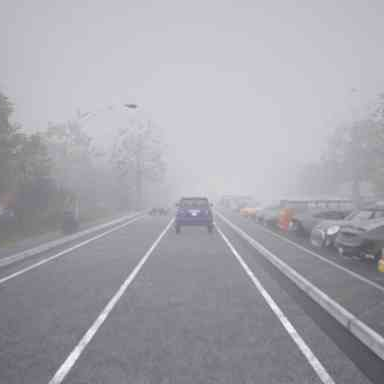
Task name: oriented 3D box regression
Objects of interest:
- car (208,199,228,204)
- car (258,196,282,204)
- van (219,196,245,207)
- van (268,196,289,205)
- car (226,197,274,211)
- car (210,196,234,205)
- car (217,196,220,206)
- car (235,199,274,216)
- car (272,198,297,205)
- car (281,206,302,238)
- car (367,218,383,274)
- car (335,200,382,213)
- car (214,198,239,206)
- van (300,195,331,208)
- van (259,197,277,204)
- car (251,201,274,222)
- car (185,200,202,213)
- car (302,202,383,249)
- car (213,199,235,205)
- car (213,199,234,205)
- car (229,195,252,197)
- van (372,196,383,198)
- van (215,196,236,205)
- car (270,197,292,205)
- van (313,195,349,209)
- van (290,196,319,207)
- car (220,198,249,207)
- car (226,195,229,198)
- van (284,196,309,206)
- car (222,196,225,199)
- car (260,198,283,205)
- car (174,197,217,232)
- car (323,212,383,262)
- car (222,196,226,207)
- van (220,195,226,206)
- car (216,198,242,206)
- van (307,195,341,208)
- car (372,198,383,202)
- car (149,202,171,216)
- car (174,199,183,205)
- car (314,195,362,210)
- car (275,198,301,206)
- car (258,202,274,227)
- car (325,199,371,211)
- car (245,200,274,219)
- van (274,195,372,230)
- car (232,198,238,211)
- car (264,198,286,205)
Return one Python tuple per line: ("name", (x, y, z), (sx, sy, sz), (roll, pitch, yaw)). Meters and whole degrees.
("car", (7.264, 2.646, 93.382), (5.366, 1.575, 1.946), (0, -2, 0))
("car", (20.523, 2.226, 87.550), (5.566, 2.045, 2.435), (0, -2, 0))
("van", (7.138, 1.644, 60.097), (4.442, 1.987, 1.878), (0, -1, 0))
("van", (20.563, 2.061, 79.243), (4.442, 1.987, 1.878), (0, -1, 0))
("car", (6.939, 1.663, 37.905), (5.366, 1.575, 1.946), (0, 0, 0))
("car", (7.356, 2.106, 82.301), (5.566, 2.045, 2.435), (0, -1, 0))
("car", (7.250, 1.512, 54.561), (5.566, 2.045, 2.435), (0, 0, 0))
("car", (6.891, 1.614, 29.577), (5.366, 1.575, 1.946), (0, 0, 0))
("car", (20.410, 2.168, 73.825), (5.008, 1.535, 2.097), (0, -1, 0))
("car", (7.024, 1.565, 15.694), (4.792, 1.488, 2.163), (0, 0, 0))
("car", (7.132, 1.504, 7.373), (5.366, 1.575, 1.946), (0, 0, 0))
("car", (20.218, 1.717, 40.482), (4.674, 1.452, 2.002), (0, 0, 0))
("car", (7.325, 2.113, 71.193), (5.008, 1.535, 2.097), (0, -1, 0))
("van", (20.185, 1.533, 54.468), (4.442, 1.987, 1.878), (0, -1, 0))
("van", (20.630, 2.332, 90.439), (4.442, 1.987, 1.878), (0, -2, 0))
("car", (7.014, 1.614, 24.023), (4.792, 1.488, 2.163), (0, 0, 0))
("car", (0.203, 1.737, 41.010), (2.033, 1.411, 5.357), (0, 0, 0))
("car", (7.010, 1.396, 12.922), (4.553, 1.767, 2.185), (0, 0, 0))
("car", (7.355, 2.275, 76.744), (4.674, 1.452, 2.002), (0, -1, 0))
("car", (7.398, 2.325, 79.519), (4.792, 1.488, 2.163), (0, -1, 0))
("car", (7.110, 1.556, 40.681), (4.553, 1.767, 2.185), (0, 0, 0))
("van", (20.321, 1.435, 37.839), (4.442, 1.987, 1.878), (0, 0, 0))
("van", (7.452, 1.948, 73.973), (4.442, 1.987, 1.878), (0, -1, 0))
("car", (20.399, 2.101, 76.473), (4.553, 1.767, 2.185), (0, -1, 0))
("van", (20.386, 1.500, 48.919), (4.442, 1.987, 1.878), (0, 0, 0))
("van", (20.216, 1.636, 59.859), (4.442, 1.987, 1.878), (0, -1, 0))
("car", (7.268, 1.838, 57.309), (4.792, 1.488, 2.163), (0, -1, 0))
("car", (7.126, 1.572, 43.456), (4.553, 1.767, 2.185), (0, 0, 0))
("van", (20.483, 1.757, 65.396), (4.442, 1.987, 1.878), (0, -1, 0))
("car", (7.192, 1.771, 49.008), (4.674, 1.452, 2.002), (0, 0, 0))
("car", (20.294, 2.407, 84.777), (5.366, 1.575, 1.946), (0, -1, 0))
("car", (0.128, 1.296, 20.731), (2.150, 2.045, 5.566), (0, 0, 0))
("car", (6.956, 1.512, 10.142), (4.892, 1.521, 2.231), (0, 0, 0))
("car", (7.168, 1.714, 46.232), (5.008, 1.535, 2.097), (0, 0, 0))
("van", (7.089, 1.521, 51.786), (4.442, 1.987, 1.878), (0, 0, 0))
("car", (7.257, 2.021, 65.643), (4.792, 1.488, 2.163), (0, -1, 0))
("van", (20.401, 1.516, 51.564), (4.442, 1.987, 1.878), (0, 0, 0))
("car", (20.166, 1.628, 32.173), (5.008, 1.535, 2.097), (0, 0, 0))
("car", (-3.273, 1.743, 34.111), (1.895, 1.301, 4.718), (0, 0, 0))
("car", (-2.983, 2.256, 75.000), (1.994, 1.385, 4.181), (0, -1, 0))
("car", (20.225, 1.458, 46.149), (5.566, 2.045, 2.435), (0, 0, 0))
("car", (20.393, 2.104, 70.930), (5.008, 1.535, 2.097), (0, -1, 0))
("car", (6.998, 1.597, 21.247), (4.792, 1.488, 2.163), (0, 0, 0))
("car", (20.230, 1.693, 43.253), (5.008, 1.535, 2.097), (0, 0, 0))
("car", (7.031, 1.630, 26.799), (4.792, 1.488, 2.163), (0, 0, 0))
("van", (7.128, 1.326, 18.472), (4.442, 1.987, 1.878), (0, 0, 0))
("car", (7.102, 1.650, 35.127), (4.892, 1.521, 2.231), (0, 0, 0))
("car", (20.456, 2.349, 82.009), (4.892, 1.521, 2.231), (0, -1, 0))
